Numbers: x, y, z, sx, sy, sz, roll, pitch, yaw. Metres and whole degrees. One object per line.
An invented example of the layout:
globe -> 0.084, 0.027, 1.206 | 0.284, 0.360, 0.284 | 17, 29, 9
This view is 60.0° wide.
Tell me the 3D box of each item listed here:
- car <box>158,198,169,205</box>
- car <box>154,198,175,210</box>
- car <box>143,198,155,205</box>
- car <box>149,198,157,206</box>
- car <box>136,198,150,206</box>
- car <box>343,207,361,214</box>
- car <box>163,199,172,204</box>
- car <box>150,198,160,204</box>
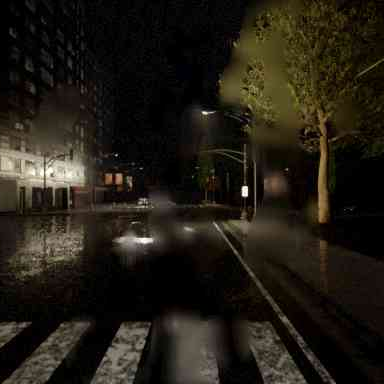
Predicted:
car -> -6.309, 2.092, 74.261 | 1.882, 1.535, 5.008 | 0, -1, 0
car -> -3.638, 1.886, 48.129 | 1.895, 1.301, 4.718 | 0, -1, 7
car -> -9.558, 2.164, 74.873 | 2.033, 1.411, 5.357 | 0, -1, 0
car -> -6.373, 2.021, 64.311 | 2.033, 1.411, 5.357 | 0, -1, 1
car -> -9.622, 1.969, 64.577 | 2.128, 1.511, 4.902 | 0, -1, 1
car -> 30.227, 3.389, 62.584 | 4.718, 1.301, 1.895 | 3, -2, -45
car -> -6.282, 2.371, 84.585 | 1.895, 1.301, 4.718 | 0, -1, 0
car -> -9.530, 2.329, 85.416 | 2.033, 1.411, 5.357 | 0, -1, 0
